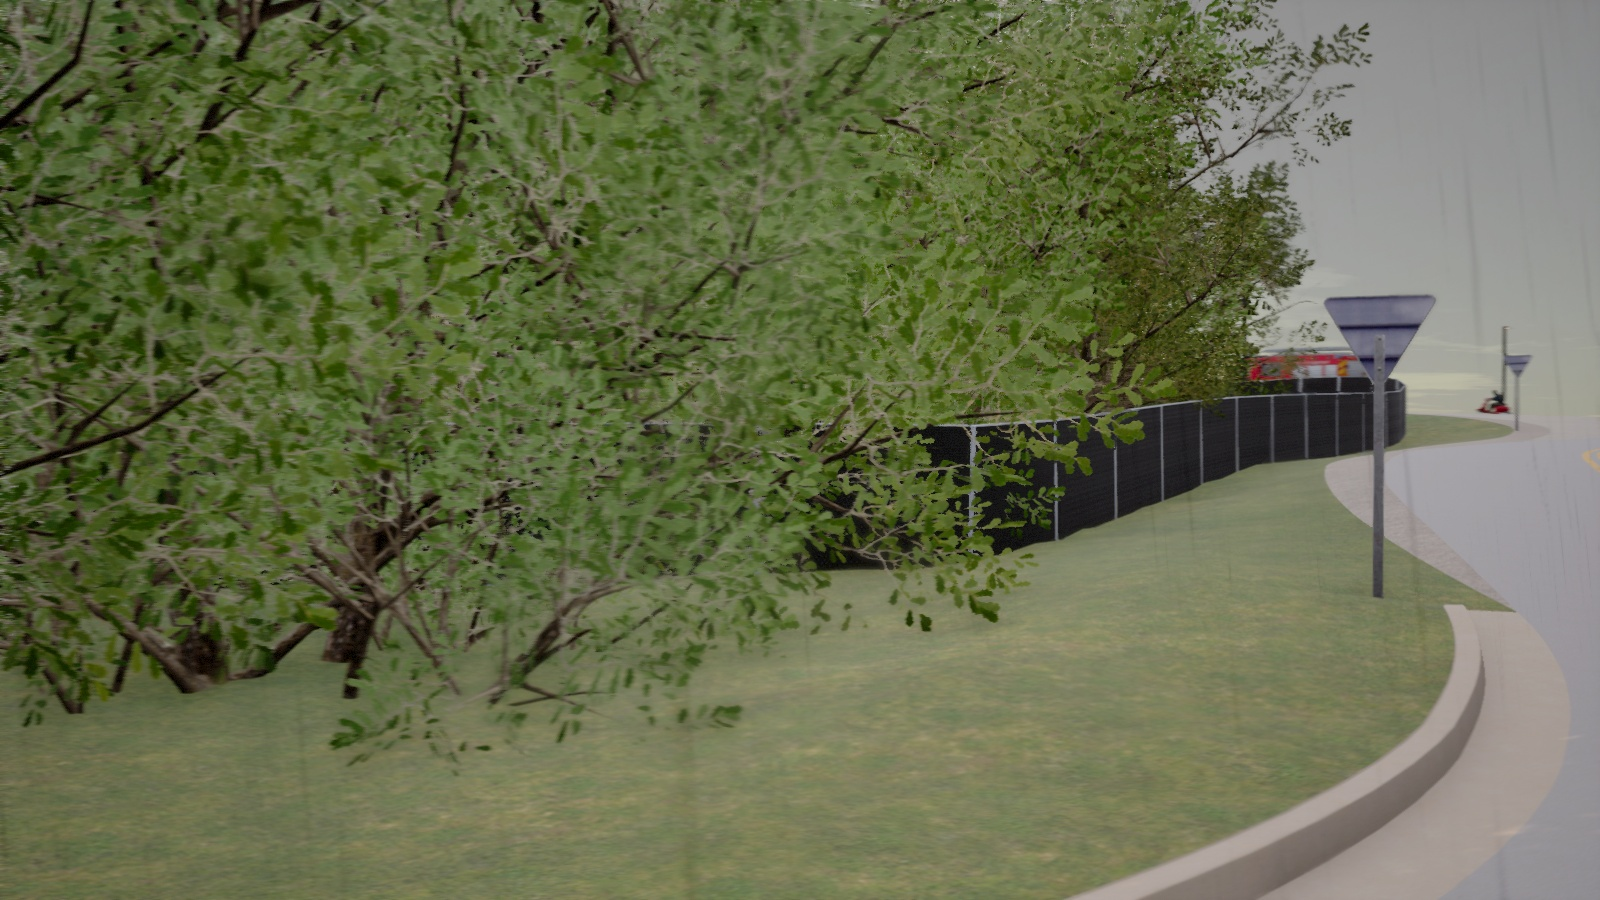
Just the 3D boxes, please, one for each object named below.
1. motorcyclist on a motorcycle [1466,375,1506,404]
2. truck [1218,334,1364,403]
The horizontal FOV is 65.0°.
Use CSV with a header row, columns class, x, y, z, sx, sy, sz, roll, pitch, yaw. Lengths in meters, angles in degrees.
class,x,y,z,sx,sy,sz,roll,pitch,yaw
motorcyclist on a motorcycle,38.315,-3.390,70.173,1.817,1.590,0.866,1,3,18
truck,29.351,-4.759,75.529,2.891,3.827,8.468,0,2,-25
